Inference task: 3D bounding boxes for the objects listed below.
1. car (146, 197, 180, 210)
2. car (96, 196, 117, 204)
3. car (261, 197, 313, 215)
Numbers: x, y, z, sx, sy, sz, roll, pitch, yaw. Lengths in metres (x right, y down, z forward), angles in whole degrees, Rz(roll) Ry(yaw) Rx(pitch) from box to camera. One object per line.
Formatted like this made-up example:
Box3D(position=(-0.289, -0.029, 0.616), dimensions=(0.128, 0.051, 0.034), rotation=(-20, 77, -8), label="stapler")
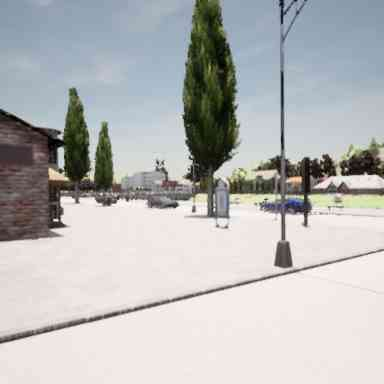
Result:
Box3D(position=(-3.622, 1.300, 40.016), dimensions=(2.033, 1.411, 5.357), rotation=(-1, 1, -36), label="car")
Box3D(position=(-14.180, 1.366, 54.953), dimensions=(2.033, 1.411, 5.357), rotation=(-1, 1, -36), label="car")
Box3D(position=(8.490, 1.178, 30.321), dimensions=(1.882, 1.535, 5.008), rotation=(-1, 0, -36), label="car")
